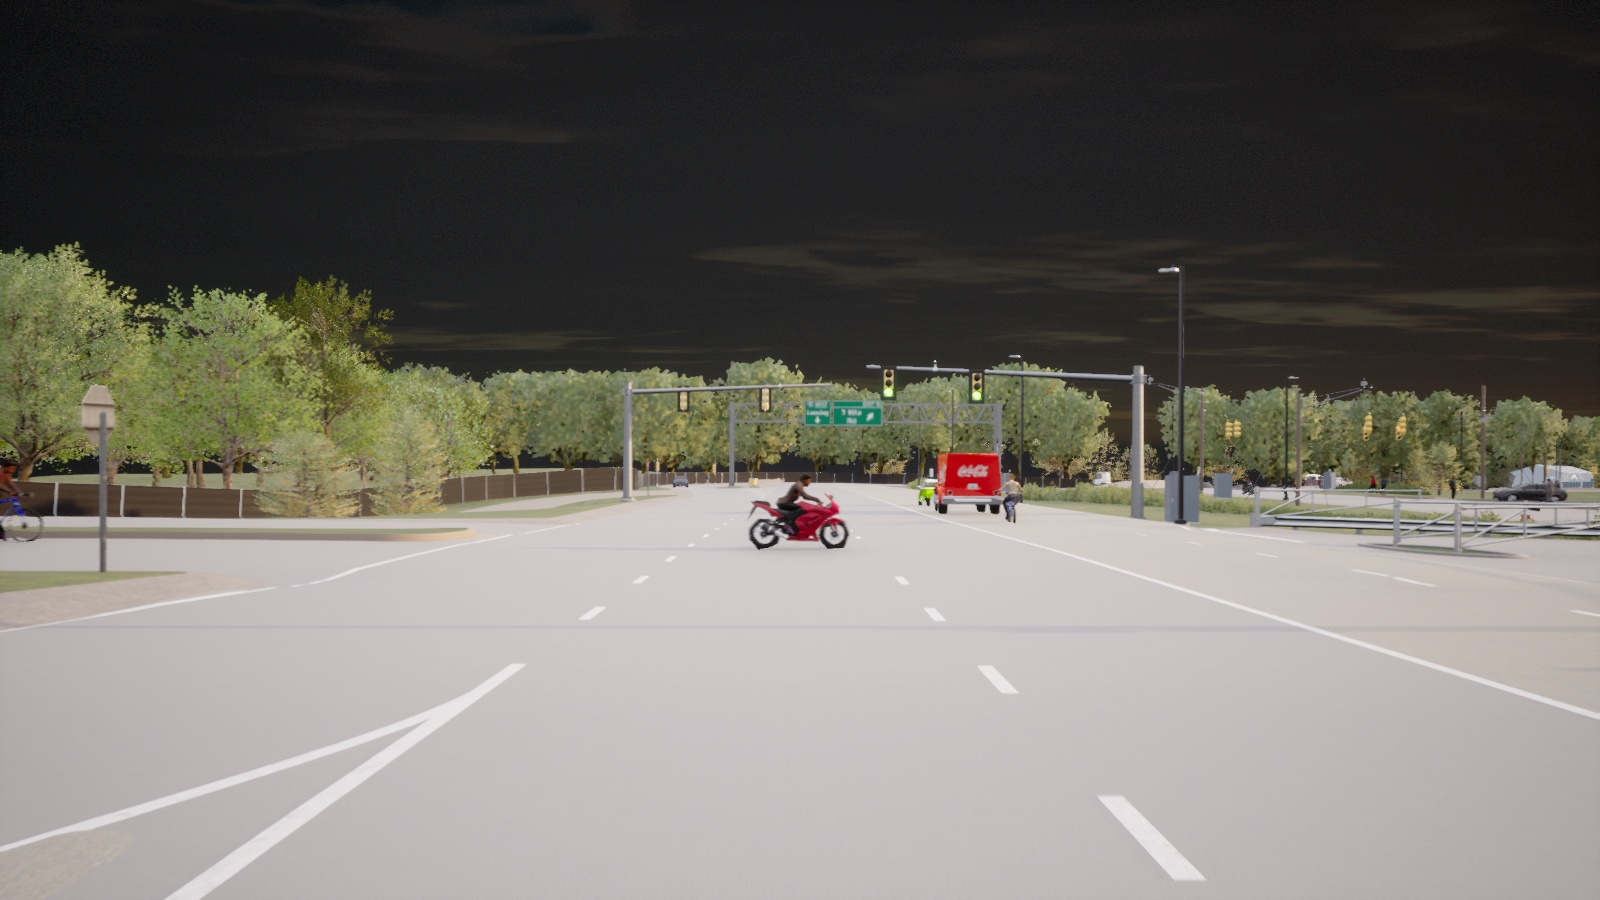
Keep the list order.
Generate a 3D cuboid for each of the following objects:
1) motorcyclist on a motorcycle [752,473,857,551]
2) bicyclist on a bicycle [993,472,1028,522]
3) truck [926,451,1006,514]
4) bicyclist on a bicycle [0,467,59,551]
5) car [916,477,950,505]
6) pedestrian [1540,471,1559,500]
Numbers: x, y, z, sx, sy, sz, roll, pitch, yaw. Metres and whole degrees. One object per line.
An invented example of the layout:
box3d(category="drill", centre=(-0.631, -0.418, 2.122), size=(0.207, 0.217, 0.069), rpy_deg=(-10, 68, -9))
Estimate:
box3d(category="motorcyclist on a motorcycle", centre=(0.080, 1.215, 24.863), size=(2.044, 1.523, 0.797), rpy_deg=(0, -1, 0))
box3d(category="bicyclist on a bicycle", centre=(6.899, 1.524, 41.143), size=(0.866, 1.612, 1.509), rpy_deg=(0, -1, 0))
box3d(category="truck", centre=(6.861, 1.336, 52.438), size=(2.627, 2.467, 5.204), rpy_deg=(0, -1, 0))
box3d(category="bicyclist on a bicycle", centre=(-15.610, 1.155, 24.740), size=(1.656, 1.620, 0.582), rpy_deg=(0, -1, -1))
box3d(category="car", centre=(6.832, 2.107, 64.514), size=(1.481, 1.376, 2.207), rpy_deg=(0, -1, 0))
box3d(category="pedestrian", centre=(50.143, 2.363, 83.977), size=(0.659, 1.952, 0.873), rpy_deg=(0, 0, -14))
